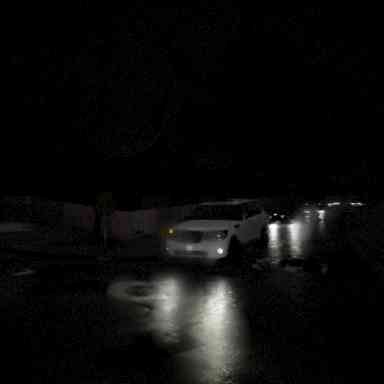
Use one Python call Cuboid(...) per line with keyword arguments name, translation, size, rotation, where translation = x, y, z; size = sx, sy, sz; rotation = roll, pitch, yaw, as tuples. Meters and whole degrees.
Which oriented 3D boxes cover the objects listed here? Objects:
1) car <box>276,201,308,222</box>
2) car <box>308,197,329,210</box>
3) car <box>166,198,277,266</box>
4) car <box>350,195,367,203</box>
Cuboid(name="car", translation=(7.449, 1.454, 25.763), size=(1.837, 1.490, 4.892), rotation=(-3, -1, 26))
Cuboid(name="car", translation=(14.602, 1.328, 38.820), size=(1.812, 1.442, 4.674), rotation=(-3, -1, 32))
Cuboid(name="car", translation=(1.224, 1.299, 12.400), size=(2.150, 2.045, 5.566), rotation=(-2, -1, 28))
Cuboid(name="car", translation=(29.691, 1.218, 59.110), size=(1.994, 1.385, 4.181), rotation=(-3, -2, 41))
